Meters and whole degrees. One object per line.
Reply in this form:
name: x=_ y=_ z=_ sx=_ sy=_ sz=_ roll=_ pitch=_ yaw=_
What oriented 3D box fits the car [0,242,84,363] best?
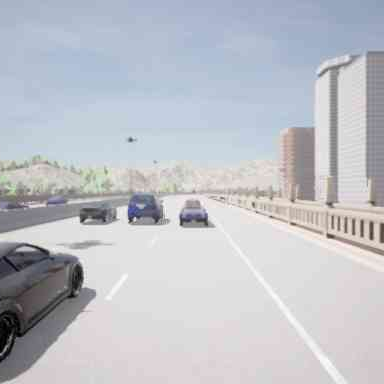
car: x=-3.398 y=1.542 z=5.745 sx=1.994 sy=1.385 sz=4.181 roll=0 pitch=0 yaw=0

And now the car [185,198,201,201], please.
car: x=0.110 y=1.449 z=40.322 sx=1.994 sy=1.385 sz=4.181 roll=0 pitch=0 yaw=0

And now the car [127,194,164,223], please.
car: x=-3.393 y=1.141 z=24.907 sx=2.150 sy=2.045 sz=5.566 roll=0 pitch=0 yaw=0

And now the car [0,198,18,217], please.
car: x=-17.570 y=1.387 z=29.178 sx=1.882 sy=1.535 sz=5.008 roll=0 pitch=0 yaw=0

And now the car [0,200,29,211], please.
car: x=-14.071 y=1.467 z=24.809 sx=2.033 sy=1.411 sz=5.357 roll=0 pitch=0 yaw=0

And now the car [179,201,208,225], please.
car: x=0.106 y=1.525 z=23.085 sx=1.895 sy=1.301 sz=4.718 roll=0 pitch=0 yaw=0

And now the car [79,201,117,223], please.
car: x=-6.894 y=1.424 z=24.815 sx=1.837 sy=1.490 sz=4.892 roll=0 pitch=0 yaw=0

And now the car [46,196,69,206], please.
car: x=-20.990 y=1.338 z=52.065 sx=1.882 sy=1.535 sz=5.008 roll=0 pitch=0 yaw=0
